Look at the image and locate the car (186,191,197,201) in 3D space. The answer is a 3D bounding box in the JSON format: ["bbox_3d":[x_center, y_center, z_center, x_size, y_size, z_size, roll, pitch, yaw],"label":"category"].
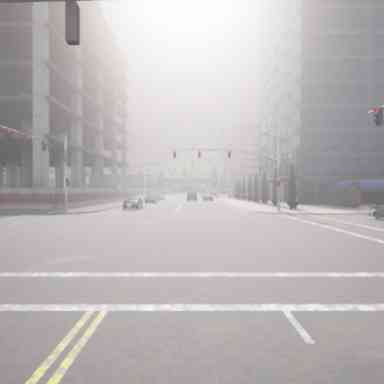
[{"bbox_3d":[-0.024,0.909,69.950,2.150,2.045,5.566,0,0,0],"label":"car"}]

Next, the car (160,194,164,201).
[{"bbox_3d":[-7.025,1.182,71.566,1.994,1.385,4.181,0,0,0],"label":"car"}]

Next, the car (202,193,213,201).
[{"bbox_3d":[3.475,1.205,70.532,1.812,1.442,4.674,0,0,0],"label":"car"}]

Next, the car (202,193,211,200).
[{"bbox_3d":[3.472,1.033,80.574,1.837,1.490,4.892,0,0,0],"label":"car"}]

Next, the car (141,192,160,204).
[{"bbox_3d":[-7.066,1.249,56.923,1.837,1.490,4.892,0,0,0],"label":"car"}]

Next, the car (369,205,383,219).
[{"bbox_3d":[16.360,1.374,25.756,4.902,1.511,2.128,0,0,0],"label":"car"}]

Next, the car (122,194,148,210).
[{"bbox_3d":[-7.102,1.310,40.220,2.128,1.511,4.902,0,0,0],"label":"car"}]
